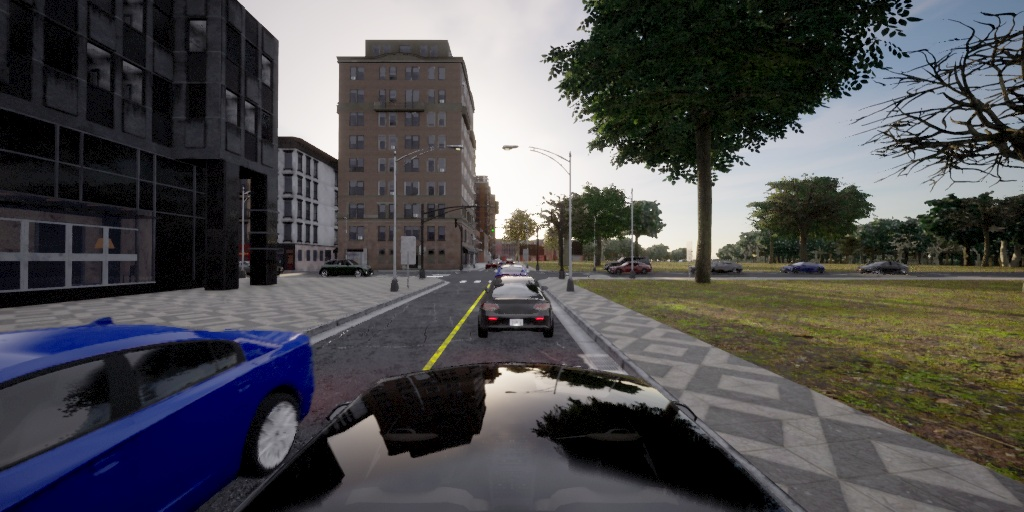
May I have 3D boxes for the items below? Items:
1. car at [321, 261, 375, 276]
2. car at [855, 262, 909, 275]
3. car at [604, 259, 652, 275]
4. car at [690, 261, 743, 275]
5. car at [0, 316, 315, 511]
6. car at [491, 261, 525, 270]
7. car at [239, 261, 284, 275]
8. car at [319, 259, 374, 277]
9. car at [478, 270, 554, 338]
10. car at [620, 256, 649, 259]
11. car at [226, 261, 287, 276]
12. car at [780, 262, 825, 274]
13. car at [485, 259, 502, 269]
[{"bbox_3d":[-16.628,1.283,36.519,4.674,1.442,1.812,0,-1,-2],"label":"car"},{"bbox_3d":[41.476,1.364,40.209,4.892,1.490,1.837,1,-1,0],"label":"car"},{"bbox_3d":[13.165,1.343,40.096,4.674,1.442,1.812,0,-1,-3],"label":"car"},{"bbox_3d":[23.133,1.320,40.159,4.902,1.511,2.128,0,-1,0],"label":"car"},{"bbox_3d":[-3.098,1.227,1.890,1.882,1.535,5.008,0,0,0],"label":"car"},{"bbox_3d":[-0.010,1.243,21.060,1.882,1.535,5.008,0,0,0],"label":"car"},{"bbox_3d":[-24.383,1.216,33.226,4.902,1.511,2.128,0,-1,0],"label":"car"},{"bbox_3d":[-15.246,1.074,33.272,4.553,1.767,2.097,0,-1,0],"label":"car"},{"bbox_3d":[0.076,1.280,10.124,1.812,1.442,4.674,0,0,-1],"label":"car"},{"bbox_3d":[13.983,1.075,43.369,5.566,2.045,2.150,0,-1,0],"label":"car"},{"bbox_3d":[-25.882,1.266,36.468,4.892,1.490,1.837,0,-1,0],"label":"car"},{"bbox_3d":[35.222,1.406,43.455,4.674,1.442,1.812,0,-1,0],"label":"car"},{"bbox_3d":[-3.085,1.429,56.196,1.895,1.301,4.718,0,0,1],"label":"car"}]
